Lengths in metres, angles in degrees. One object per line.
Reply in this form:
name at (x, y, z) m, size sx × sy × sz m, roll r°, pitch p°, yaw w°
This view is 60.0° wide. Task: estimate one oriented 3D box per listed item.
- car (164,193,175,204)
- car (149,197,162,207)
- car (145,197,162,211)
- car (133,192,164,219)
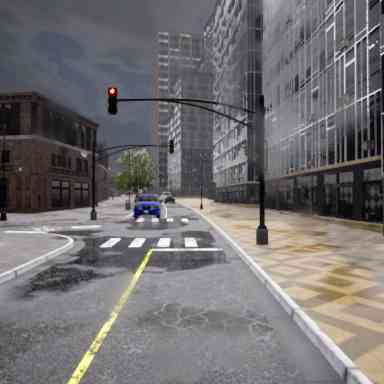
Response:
car at (-4.319, 1.494, 64.314) m, size 1.837 × 1.490 × 4.892 m, roll 0°, pitch 0°, yaw -8°
car at (-5.925, 1.552, 53.676) m, size 1.994 × 1.385 × 4.181 m, roll 0°, pitch 0°, yaw -7°
car at (-4.700, 1.470, 41.187) m, size 1.882 × 1.535 × 5.008 m, roll 0°, pitch 0°, yaw -5°
car at (-3.821, 1.217, 29.180) m, size 2.150 × 2.045 × 5.566 m, roll 0°, pitch 0°, yaw -4°
